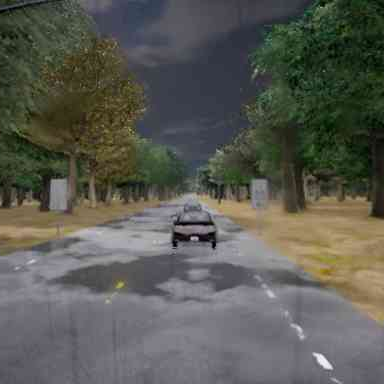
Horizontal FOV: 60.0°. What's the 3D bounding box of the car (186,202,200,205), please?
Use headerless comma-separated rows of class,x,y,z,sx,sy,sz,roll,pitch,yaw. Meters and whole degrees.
car,0.081,1.751,36.601,1.895,1.301,4.718,0,0,0

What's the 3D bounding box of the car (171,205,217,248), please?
car,0.092,1.555,14.982,2.128,1.511,4.902,0,0,0
